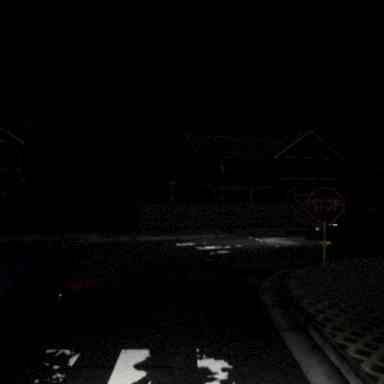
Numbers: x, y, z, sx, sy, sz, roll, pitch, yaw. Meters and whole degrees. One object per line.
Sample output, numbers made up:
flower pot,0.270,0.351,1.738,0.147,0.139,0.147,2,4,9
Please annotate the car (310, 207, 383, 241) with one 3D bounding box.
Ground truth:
car,8.311,1.519,16.844,4.902,1.511,2.128,0,0,-21

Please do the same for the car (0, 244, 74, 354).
car,-3.274,1.523,4.607,2.033,1.411,5.357,0,0,-2
